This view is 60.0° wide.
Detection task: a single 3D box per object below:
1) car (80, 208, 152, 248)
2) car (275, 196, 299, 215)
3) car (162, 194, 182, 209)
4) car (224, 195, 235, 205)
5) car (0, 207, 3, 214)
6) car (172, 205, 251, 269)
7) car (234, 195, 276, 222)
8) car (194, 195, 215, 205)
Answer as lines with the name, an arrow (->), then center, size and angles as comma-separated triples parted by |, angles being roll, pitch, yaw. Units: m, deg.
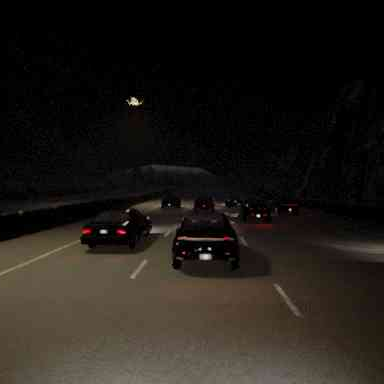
car -> -2.959, 1.390, 13.956 | 2.033, 1.411, 5.357 | 0, 1, 2
car -> 8.091, 1.160, 29.493 | 1.837, 1.490, 4.892 | 0, 1, 2
car -> -2.184, 0.982, 36.104 | 1.837, 1.490, 4.892 | 0, 1, 2
car -> 4.919, 1.011, 38.988 | 1.994, 1.385, 4.181 | 0, 1, 2
car -> -13.466, 1.260, 19.611 | 2.033, 1.411, 5.357 | 0, 1, 2
car -> 0.433, 1.390, 10.798 | 2.128, 1.511, 4.902 | 0, 1, 2
car -> 4.395, 1.238, 23.959 | 1.837, 1.490, 4.892 | 0, 1, 2
car -> 1.190, 1.041, 32.460 | 1.882, 1.535, 5.008 | 0, 1, 2
